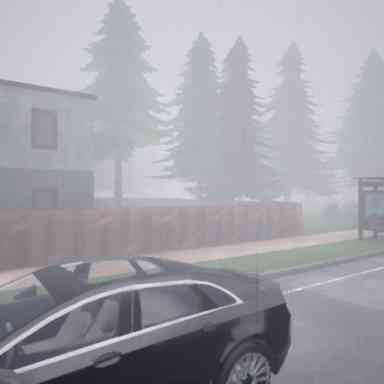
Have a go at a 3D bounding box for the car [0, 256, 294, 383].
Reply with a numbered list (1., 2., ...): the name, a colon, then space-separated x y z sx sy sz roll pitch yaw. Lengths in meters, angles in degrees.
1. car: -1.098 1.491 3.224 4.902 1.511 2.128 0 0 -35
